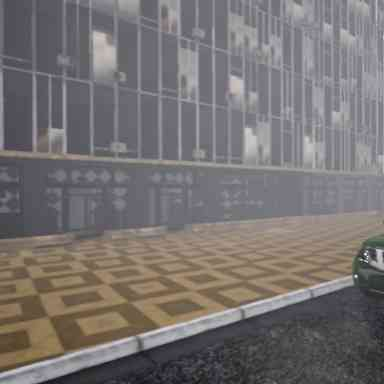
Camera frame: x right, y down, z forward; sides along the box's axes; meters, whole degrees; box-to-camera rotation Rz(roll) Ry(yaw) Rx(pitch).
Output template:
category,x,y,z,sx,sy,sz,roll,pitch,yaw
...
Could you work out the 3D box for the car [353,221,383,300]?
category,x,y,z,sx,sy,sz,roll,pitch,yaw
car,5.797,1.193,7.205,5.566,2.045,2.150,0,0,-35
